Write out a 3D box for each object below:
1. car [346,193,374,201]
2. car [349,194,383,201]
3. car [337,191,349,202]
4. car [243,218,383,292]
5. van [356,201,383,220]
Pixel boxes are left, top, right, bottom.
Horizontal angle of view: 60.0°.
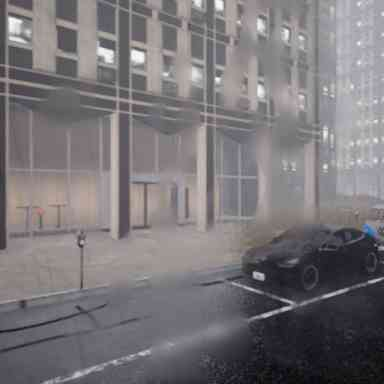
[{"bbox_3d":[31.006,0.955,61.420,1.802,1.307,4.206,1,0,-36],"label":"car"},{"bbox_3d":[27.476,1.078,51.958,1.802,1.307,4.206,1,0,-36],"label":"car"},{"bbox_3d":[24.237,0.704,56.489,2.192,1.841,5.009,1,0,-36],"label":"car"},{"bbox_3d":[3.313,1.560,8.920,4.313,1.339,1.947,0,0,-35],"label":"car"},{"bbox_3d":[7.912,1.331,12.200,3.998,1.788,1.690,0,0,-35],"label":"van"}]
